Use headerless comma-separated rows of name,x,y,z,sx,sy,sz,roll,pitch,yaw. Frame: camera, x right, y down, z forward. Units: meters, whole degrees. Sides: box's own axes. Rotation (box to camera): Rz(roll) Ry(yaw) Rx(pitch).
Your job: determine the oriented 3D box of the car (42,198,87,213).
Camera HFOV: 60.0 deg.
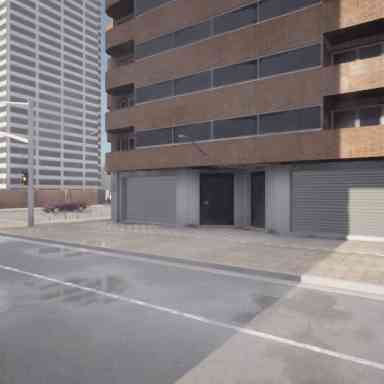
car,-14.101,1.478,36.878,1.882,1.535,5.008,0,0,35
